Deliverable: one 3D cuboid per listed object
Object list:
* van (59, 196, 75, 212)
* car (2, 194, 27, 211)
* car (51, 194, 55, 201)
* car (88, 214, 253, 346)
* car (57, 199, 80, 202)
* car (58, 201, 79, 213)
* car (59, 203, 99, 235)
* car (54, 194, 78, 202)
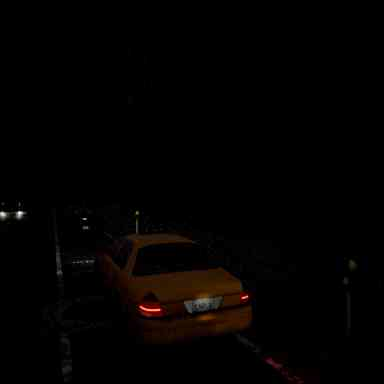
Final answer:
[{"bbox_3d":[-14.706,1.342,39.024,1.690,1.788,3.998,0,0,-23],"label":"van"},{"bbox_3d":[-21.587,1.419,40.282,2.097,1.767,4.553,0,0,-23],"label":"car"},{"bbox_3d":[-31.948,1.469,79.387,1.967,1.590,4.097,0,0,-24],"label":"car"},{"bbox_3d":[-0.844,1.457,6.730,1.801,1.575,5.366,0,0,-23],"label":"car"},{"bbox_3d":[-10.433,1.567,28.836,1.947,1.339,4.313,0,0,-23],"label":"car"},{"bbox_3d":[-8.296,1.551,23.743,2.008,1.369,4.403,0,0,-23],"label":"car"},{"bbox_3d":[-6.160,1.551,18.650,2.008,1.369,4.403,0,0,-23],"label":"car"},{"bbox_3d":[-12.570,1.316,33.931,2.192,1.841,5.009,0,0,-23],"label":"car"}]
